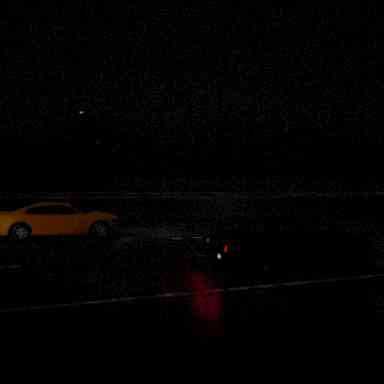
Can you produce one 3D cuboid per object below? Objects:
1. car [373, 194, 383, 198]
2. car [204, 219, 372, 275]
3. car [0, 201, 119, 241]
[{"bbox_3d":[27.782,0.862,47.311,4.181,1.385,1.994,0,1,-17],"label":"car"},{"bbox_3d":[2.853,1.486,9.877,4.718,1.301,1.895,0,1,-18],"label":"car"},{"bbox_3d":[-5.725,1.171,14.475,5.008,1.535,1.882,0,1,-18],"label":"car"}]
